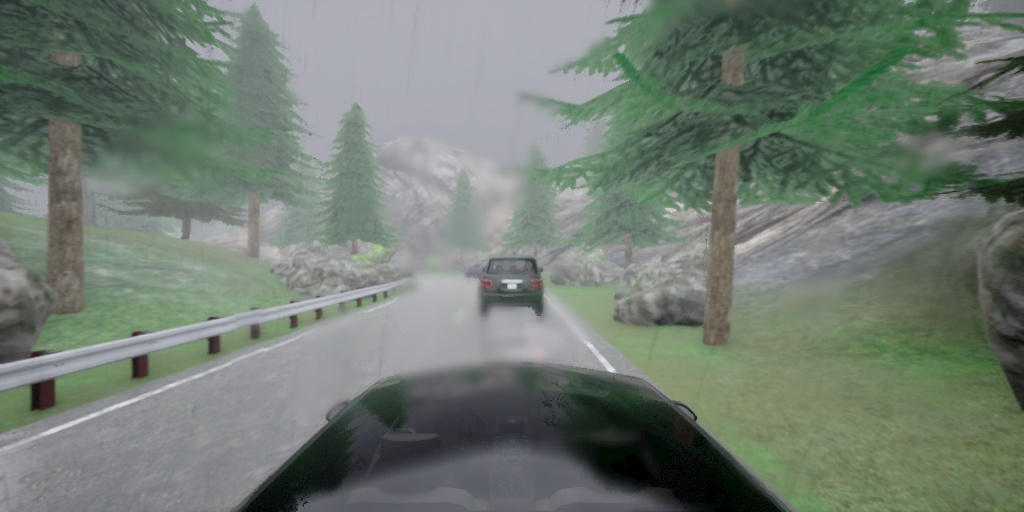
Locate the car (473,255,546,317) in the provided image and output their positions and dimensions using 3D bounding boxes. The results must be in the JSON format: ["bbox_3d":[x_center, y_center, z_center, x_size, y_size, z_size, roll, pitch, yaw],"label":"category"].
[{"bbox_3d":[0.028,0.995,13.440,2.150,2.045,5.566,0,0,0],"label":"car"}]

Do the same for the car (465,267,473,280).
[{"bbox_3d":[-2.395,1.329,30.247,1.812,1.442,4.674,0,0,-25],"label":"car"}]
